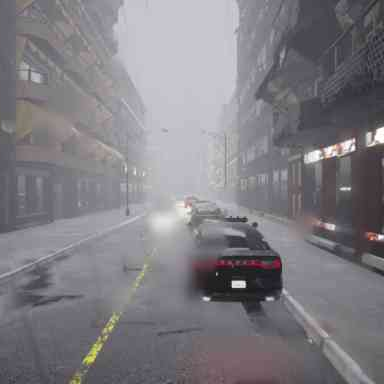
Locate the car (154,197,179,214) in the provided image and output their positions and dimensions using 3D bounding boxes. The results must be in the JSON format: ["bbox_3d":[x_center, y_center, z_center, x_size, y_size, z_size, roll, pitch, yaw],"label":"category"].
[{"bbox_3d":[-2.850,1.509,35.083,2.128,1.511,4.902,0,0,0],"label":"car"}]

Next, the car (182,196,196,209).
[{"bbox_3d":[0.033,1.383,47.137,2.097,1.767,4.553,0,0,0],"label":"car"}]

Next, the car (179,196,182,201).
[{"bbox_3d":[-2.749,1.649,84.222,1.994,1.385,4.181,0,0,0],"label":"car"}]

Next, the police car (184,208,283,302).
[{"bbox_3d":[0.825,1.427,8.452,1.930,1.638,5.238,0,0,0],"label":"police car"}]

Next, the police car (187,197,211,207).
[{"bbox_3d":[0.825,1.434,24.453,1.930,1.638,5.238,0,0,0],"label":"police car"}]

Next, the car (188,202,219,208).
[{"bbox_3d":[0.825,1.511,18.343,1.837,1.490,4.892,0,0,0],"label":"car"}]
